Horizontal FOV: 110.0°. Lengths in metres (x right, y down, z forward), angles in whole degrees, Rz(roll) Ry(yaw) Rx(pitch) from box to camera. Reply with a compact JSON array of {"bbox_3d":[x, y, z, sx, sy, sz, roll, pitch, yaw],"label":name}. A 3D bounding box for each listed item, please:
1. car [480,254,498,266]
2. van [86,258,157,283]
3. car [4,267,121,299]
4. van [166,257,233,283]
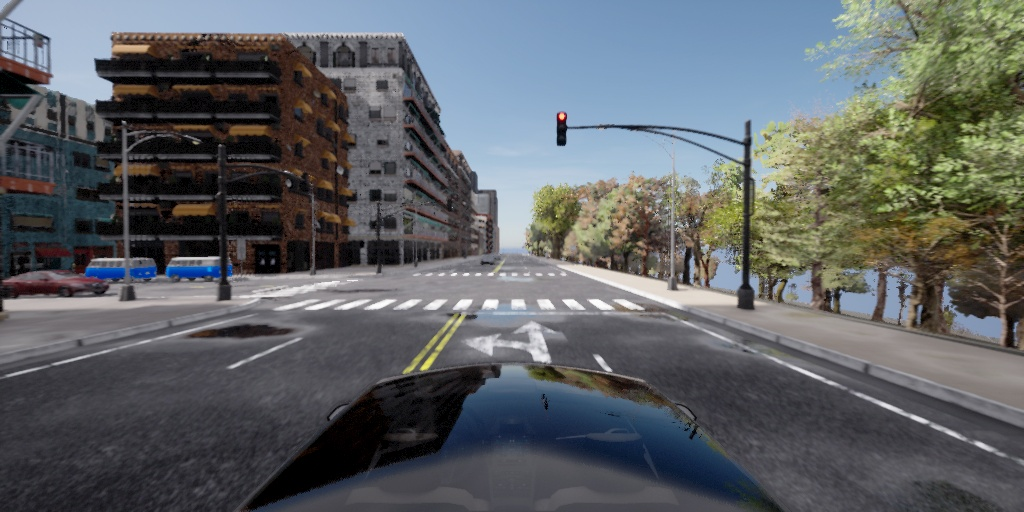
[{"bbox_3d":[-3.261,0.596,49.083,1.837,1.490,4.892,0,3,0],"label":"car"},{"bbox_3d":[-28.326,1.049,26.056,3.998,1.789,1.690,0,0,-1],"label":"van"},{"bbox_3d":[-22.635,1.375,17.788,4.207,1.307,1.802,0,0,-1],"label":"car"},{"bbox_3d":[-22.724,0.975,26.134,3.998,1.789,1.690,0,0,-1],"label":"van"}]
